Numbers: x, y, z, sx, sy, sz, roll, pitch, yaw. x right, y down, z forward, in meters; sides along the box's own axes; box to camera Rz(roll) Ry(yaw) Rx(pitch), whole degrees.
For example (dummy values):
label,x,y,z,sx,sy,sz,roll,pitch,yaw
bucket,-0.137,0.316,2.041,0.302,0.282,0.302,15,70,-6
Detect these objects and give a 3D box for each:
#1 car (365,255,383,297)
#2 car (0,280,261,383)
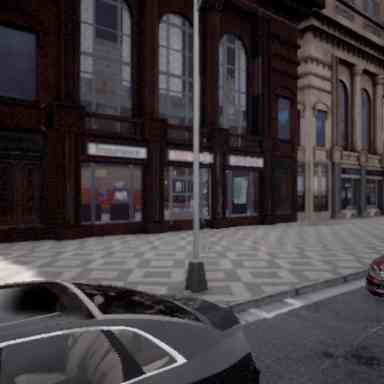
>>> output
label,x,y,z,sx,sy,sz,roll,pitch,yaw
car,5.887,1.598,7.671,4.674,1.442,1.812,0,-1,-36
car,-1.683,1.518,2.142,4.892,1.490,1.837,1,-1,-35
